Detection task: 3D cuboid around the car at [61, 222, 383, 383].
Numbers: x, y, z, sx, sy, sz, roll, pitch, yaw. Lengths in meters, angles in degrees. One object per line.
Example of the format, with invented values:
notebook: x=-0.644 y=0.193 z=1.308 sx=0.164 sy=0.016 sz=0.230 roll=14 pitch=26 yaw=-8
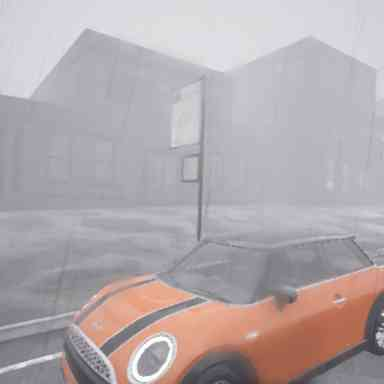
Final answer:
car: x=0.737 y=1.355 z=4.443 sx=4.553 sy=1.767 sz=2.097 roll=0 pitch=0 yaw=-36
